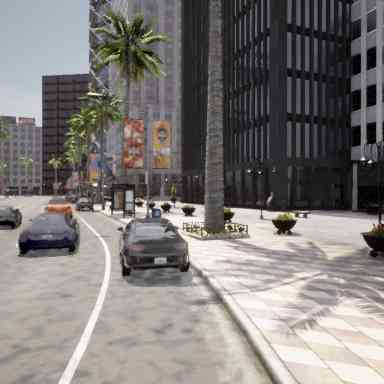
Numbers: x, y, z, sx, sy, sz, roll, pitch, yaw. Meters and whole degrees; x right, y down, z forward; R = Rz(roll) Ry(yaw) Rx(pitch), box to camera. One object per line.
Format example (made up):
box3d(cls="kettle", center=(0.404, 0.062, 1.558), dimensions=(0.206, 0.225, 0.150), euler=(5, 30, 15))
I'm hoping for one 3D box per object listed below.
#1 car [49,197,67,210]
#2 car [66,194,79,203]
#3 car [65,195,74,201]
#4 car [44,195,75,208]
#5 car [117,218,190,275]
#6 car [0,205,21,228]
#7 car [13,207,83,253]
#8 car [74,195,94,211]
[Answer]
box3d(cls="car", center=(-17.617, 1.478, 43.643), dimensions=(2.128, 1.511, 4.902), euler=(0, 0, -23))
box3d(cls="car", center=(-24.413, 1.335, 67.836), dimensions=(2.185, 1.767, 4.553), euler=(0, 0, -23))
box3d(cls="car", center=(-32.535, 1.487, 88.208), dimensions=(2.161, 1.482, 4.786), euler=(0, 0, -23))
box3d(cls="car", center=(-11.511, 1.343, 28.591), dimensions=(2.097, 1.767, 4.553), euler=(0, 0, -22))
box3d(cls="car", center=(-1.312, 1.525, 10.435), dimensions=(1.812, 1.442, 4.674), euler=(0, 0, -13))
box3d(cls="car", center=(-12.432, 1.553, 21.836), dimensions=(1.994, 1.385, 4.181), euler=(0, 0, -22))
box3d(cls="car", center=(-5.756, 1.560, 13.790), dimensions=(1.994, 1.385, 4.181), euler=(0, 0, -17))
box3d(cls="car", center=(-13.163, 1.471, 40.701), dimensions=(2.231, 1.521, 4.892), euler=(0, 0, -23))
